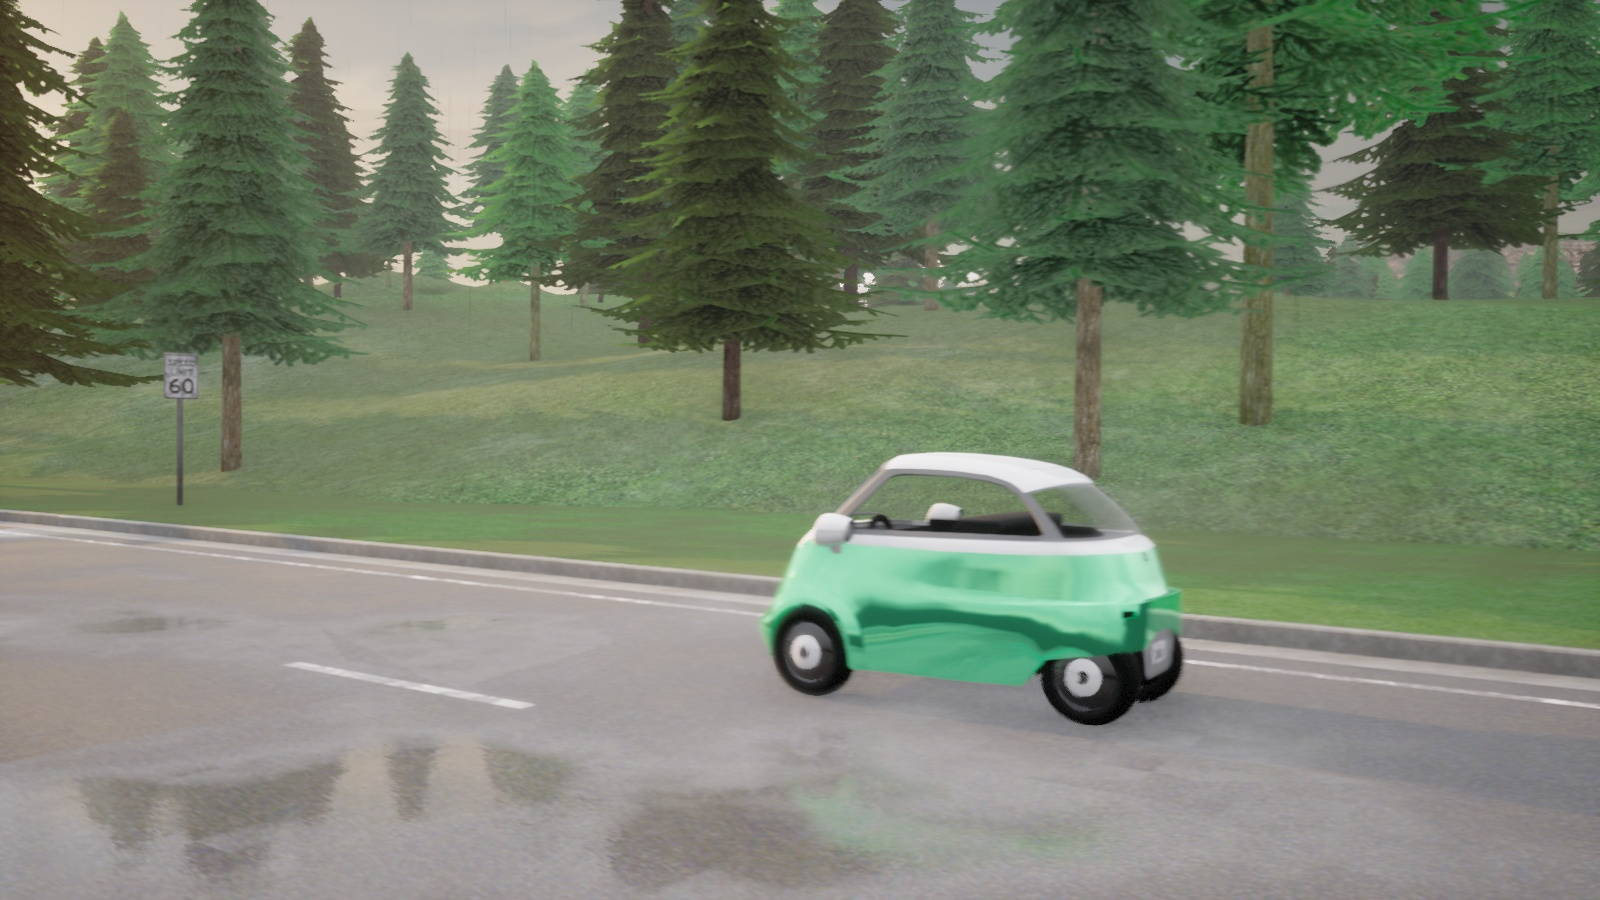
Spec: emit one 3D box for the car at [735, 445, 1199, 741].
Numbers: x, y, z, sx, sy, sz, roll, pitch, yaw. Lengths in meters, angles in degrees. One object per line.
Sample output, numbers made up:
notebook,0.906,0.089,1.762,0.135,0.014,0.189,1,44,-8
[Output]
car,0.955,0.678,7.205,2.207,1.376,1.481,1,1,34
